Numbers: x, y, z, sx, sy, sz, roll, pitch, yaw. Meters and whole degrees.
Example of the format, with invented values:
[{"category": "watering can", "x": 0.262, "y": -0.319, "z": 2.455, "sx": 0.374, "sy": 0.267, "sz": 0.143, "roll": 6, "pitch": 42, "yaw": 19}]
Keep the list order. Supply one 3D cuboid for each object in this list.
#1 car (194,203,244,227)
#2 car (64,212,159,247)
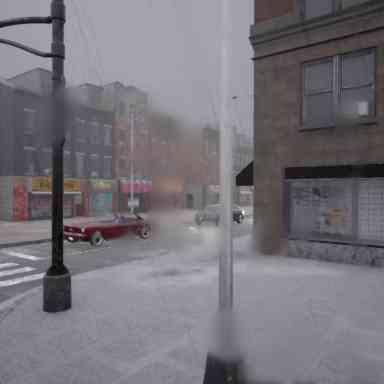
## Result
[{"category": "car", "x": 2.049, "y": 1.569, "z": 23.833, "sx": 1.837, "sy": 1.490, "sz": 4.892, "roll": 0, "pitch": 0, "yaw": 35}, {"category": "car", "x": -3.768, "y": 1.633, "z": 15.655, "sx": 1.895, "sy": 1.301, "sz": 4.718, "roll": 0, "pitch": 0, "yaw": 35}]
